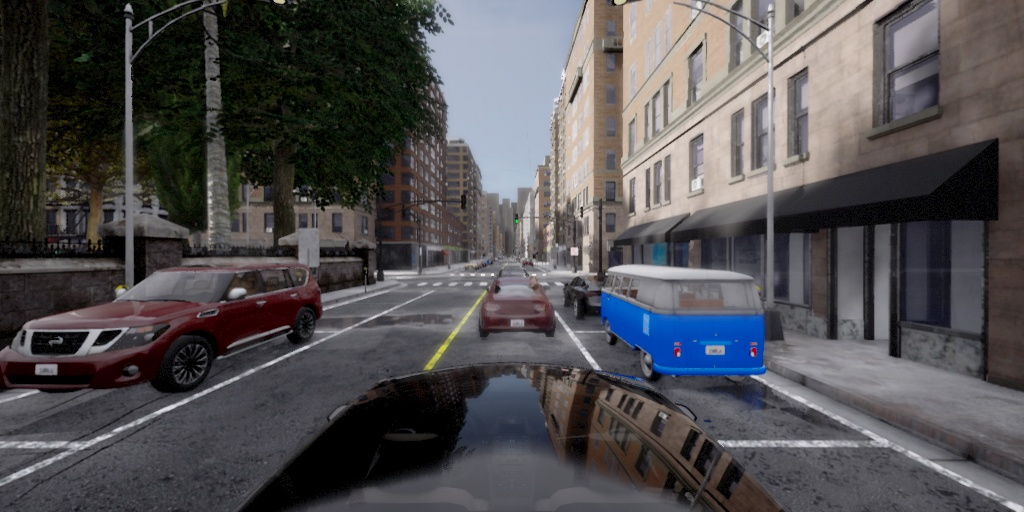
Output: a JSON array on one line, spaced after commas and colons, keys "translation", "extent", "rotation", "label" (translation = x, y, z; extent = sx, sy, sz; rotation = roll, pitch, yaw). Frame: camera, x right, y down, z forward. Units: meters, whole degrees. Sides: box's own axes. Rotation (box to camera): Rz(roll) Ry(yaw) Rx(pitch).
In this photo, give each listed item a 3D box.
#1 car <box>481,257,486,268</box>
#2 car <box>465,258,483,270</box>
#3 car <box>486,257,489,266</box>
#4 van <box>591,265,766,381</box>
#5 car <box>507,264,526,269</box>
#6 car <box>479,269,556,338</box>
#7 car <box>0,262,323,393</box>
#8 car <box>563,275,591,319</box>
[{"translation": [-5.560, 1.246, 56.014], "extent": [2.007, 1.370, 4.403], "rotation": [0, 0, 0], "label": "car"}, {"translation": [-5.572, 1.225, 50.393], "extent": [1.751, 1.417, 4.829], "rotation": [0, 0, 0], "label": "car"}, {"translation": [-5.549, 1.237, 61.465], "extent": [1.888, 1.381, 4.507], "rotation": [0, 0, 0], "label": "car"}, {"translation": [2.867, 1.088, 6.898], "extent": [1.690, 1.789, 3.998], "rotation": [0, 0, 0], "label": "van"}, {"translation": [-0.052, 1.336, 19.891], "extent": [1.895, 1.301, 4.718], "rotation": [0, 0, -5], "label": "car"}, {"translation": [0.122, 1.270, 9.988], "extent": [1.812, 1.442, 4.674], "rotation": [0, 0, 0], "label": "car"}, {"translation": [-5.658, 1.061, 6.875], "extent": [2.192, 1.841, 5.009], "rotation": [0, 0, 0], "label": "car"}, {"translation": [2.878, 1.308, 12.558], "extent": [1.948, 1.339, 4.313], "rotation": [0, 0, 0], "label": "car"}]
